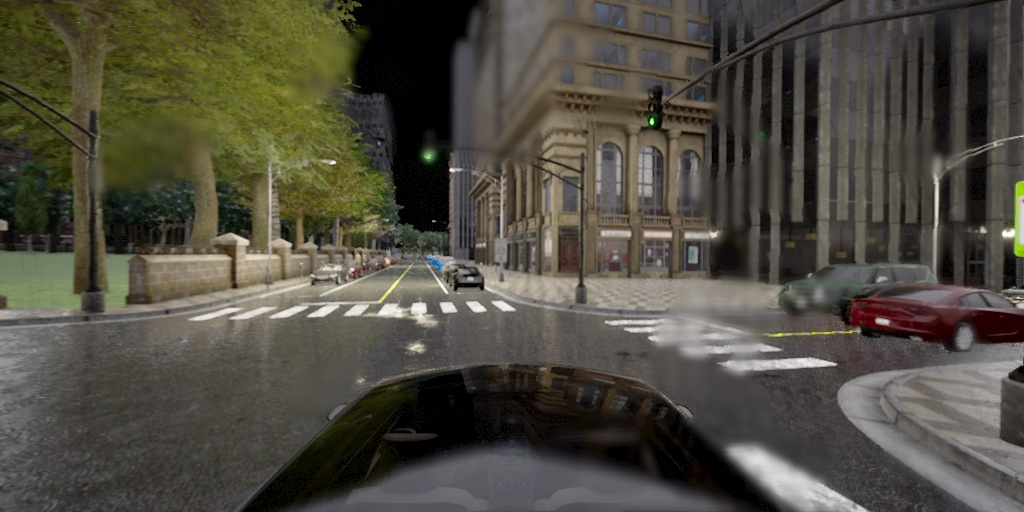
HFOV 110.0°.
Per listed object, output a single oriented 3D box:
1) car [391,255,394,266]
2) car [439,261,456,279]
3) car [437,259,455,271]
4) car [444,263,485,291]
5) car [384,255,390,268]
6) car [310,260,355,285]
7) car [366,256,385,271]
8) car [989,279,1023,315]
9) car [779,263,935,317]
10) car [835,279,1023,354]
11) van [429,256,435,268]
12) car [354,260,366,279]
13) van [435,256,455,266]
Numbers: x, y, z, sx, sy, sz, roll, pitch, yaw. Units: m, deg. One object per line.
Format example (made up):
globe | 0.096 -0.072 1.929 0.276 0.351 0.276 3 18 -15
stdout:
car | -21.672 1.045 61.022 1.751 1.417 4.829 0 0 -14
car | -4.074 1.254 26.507 1.948 1.339 4.313 0 0 -14
car | -5.456 1.199 31.925 1.751 1.417 4.829 0 0 -14
car | -2.735 1.268 21.255 1.948 1.339 4.313 0 0 -14
car | -19.036 0.872 50.682 2.192 1.841 5.009 0 0 -14
car | -12.340 1.190 24.420 2.007 1.370 4.403 0 0 -14
car | -17.697 1.015 45.430 1.967 1.591 4.097 0 0 -14
car | 24.164 1.816 15.896 4.892 1.490 1.837 1 0 -14
car | 12.588 1.288 12.961 5.566 2.045 2.150 1 0 -15
car | 11.586 1.526 9.505 5.008 1.535 1.882 1 0 -14
van | -12.109 0.928 58.022 1.690 1.789 3.998 0 0 -14
car | -13.679 1.064 29.672 1.967 1.591 4.097 0 0 -14
van | -6.753 0.998 37.012 1.690 1.789 3.998 0 0 -14
